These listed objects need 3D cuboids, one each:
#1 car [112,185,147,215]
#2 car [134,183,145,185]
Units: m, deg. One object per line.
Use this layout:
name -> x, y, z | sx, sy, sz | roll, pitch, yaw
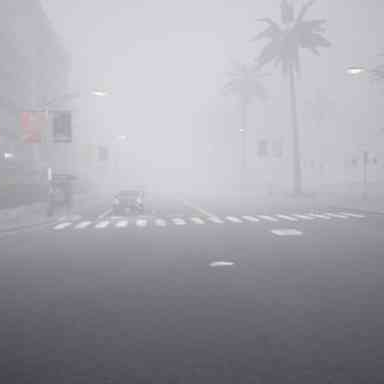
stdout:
car -> -4.579, 0.567, 24.292 | 2.097, 1.767, 4.553 | -2, 1, -8
car -> -7.833, -0.206, 49.358 | 2.150, 2.045, 5.566 | -1, 4, -7
